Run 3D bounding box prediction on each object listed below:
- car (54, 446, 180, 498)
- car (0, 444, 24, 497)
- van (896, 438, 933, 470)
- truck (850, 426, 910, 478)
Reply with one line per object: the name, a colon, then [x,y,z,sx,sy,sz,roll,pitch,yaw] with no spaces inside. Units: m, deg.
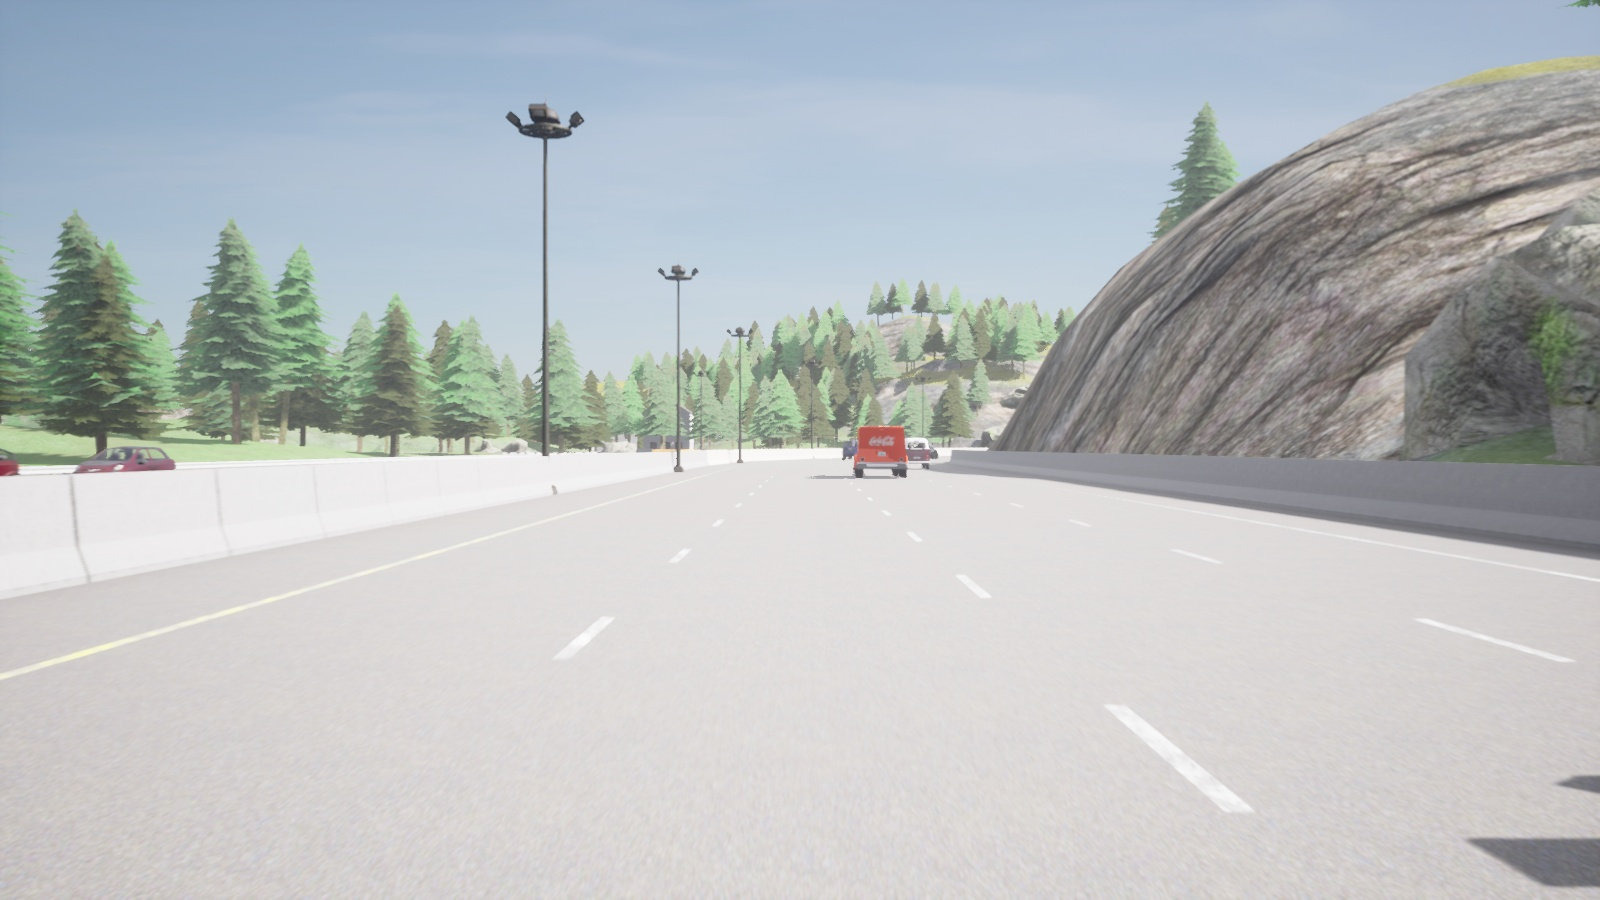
car: [-20.765,0.629,38.349,1.845,1.501,3.633,0,0,0]
car: [-24.279,0.598,35.975,1.789,1.549,3.705,0,0,0]
van: [7.490,0.228,82.616,2.069,2.038,4.480,0,0,0]
truck: [3.869,0.078,61.641,2.627,2.467,5.204,0,0,0]
